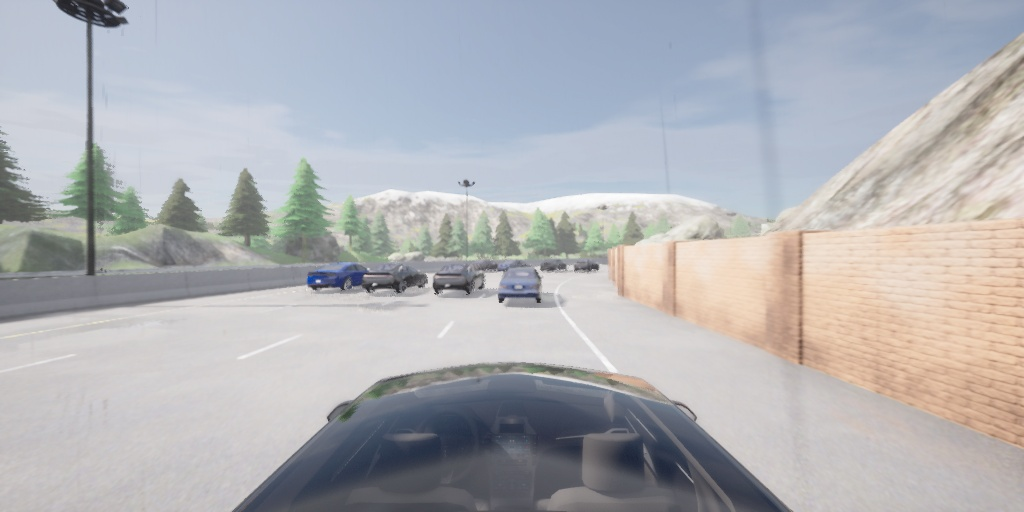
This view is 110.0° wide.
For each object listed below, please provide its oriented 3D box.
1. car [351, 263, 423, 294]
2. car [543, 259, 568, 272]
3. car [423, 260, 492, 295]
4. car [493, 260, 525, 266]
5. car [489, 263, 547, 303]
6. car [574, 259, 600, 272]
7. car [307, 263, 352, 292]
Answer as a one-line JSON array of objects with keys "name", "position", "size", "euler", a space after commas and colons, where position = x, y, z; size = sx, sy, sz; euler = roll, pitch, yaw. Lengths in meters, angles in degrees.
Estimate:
[{"name": "car", "position": [-6.231, 1.165, 19.559], "size": [2.128, 1.511, 4.902], "euler": [0, 0, 8]}, {"name": "car", "position": [4.958, 1.077, 41.787], "size": [1.837, 1.490, 4.892], "euler": [-1, 0, 30]}, {"name": "car", "position": [-2.687, 1.166, 19.035], "size": [2.128, 1.511, 4.902], "euler": [0, 0, 7]}, {"name": "car", "position": [0.376, 1.124, 40.848], "size": [2.033, 1.411, 5.357], "euler": [0, 0, 30]}, {"name": "car", "position": [0.448, 1.233, 16.336], "size": [2.033, 1.411, 5.357], "euler": [0, 0, 5]}, {"name": "car", "position": [8.637, 1.065, 41.149], "size": [2.128, 1.511, 4.902], "euler": [0, 0, 31]}, {"name": "car", "position": [-9.594, 1.147, 20.898], "size": [1.882, 1.535, 5.008], "euler": [-1, 0, 8]}]
